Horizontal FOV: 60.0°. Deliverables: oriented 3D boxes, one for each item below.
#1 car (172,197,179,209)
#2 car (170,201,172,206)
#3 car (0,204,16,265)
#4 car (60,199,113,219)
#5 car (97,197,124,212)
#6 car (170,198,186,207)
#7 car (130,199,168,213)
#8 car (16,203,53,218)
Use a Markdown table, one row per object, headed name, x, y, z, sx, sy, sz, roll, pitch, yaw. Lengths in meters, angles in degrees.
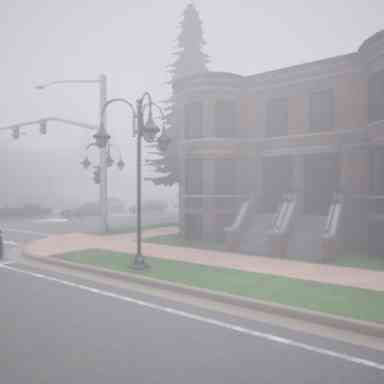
| name | x | y | z | sx | sy | sz | roll | pitch | yaw |
| --- | --- | --- | --- | --- | --- | --- | --- | --- | --- |
| car | -0.793 | 1.224 | 45.141 | 2.150 | 2.045 | 5.566 | 0 | 0 | 17 |
| car | -4.822 | 1.569 | 44.285 | 1.994 | 1.385 | 4.181 | 0 | 0 | 21 |
| car | -7.449 | 1.225 | 9.766 | 5.566 | 2.045 | 2.150 | 0 | 0 | 42 |
| car | -9.468 | 1.569 | 29.395 | 1.994 | 1.385 | 4.181 | 0 | 0 | 34 |
| car | -9.499 | 1.357 | 35.632 | 2.097 | 1.767 | 4.553 | 0 | 0 | 33 |
| car | -2.268 | 1.606 | 53.836 | 1.895 | 1.301 | 4.718 | 0 | 0 | 7 |
| car | -4.890 | 1.568 | 36.437 | 1.994 | 1.385 | 4.181 | 0 | 0 | 31 |
| car | -14.491 | 1.606 | 28.257 | 1.895 | 1.301 | 4.718 | 0 | 0 | 35 |
